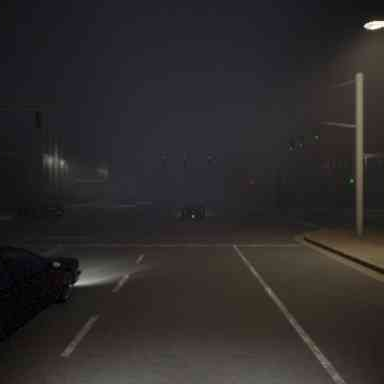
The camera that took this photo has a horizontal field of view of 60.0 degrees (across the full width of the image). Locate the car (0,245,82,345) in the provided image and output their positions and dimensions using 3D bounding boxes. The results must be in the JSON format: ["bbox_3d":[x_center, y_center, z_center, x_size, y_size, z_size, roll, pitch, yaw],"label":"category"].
[{"bbox_3d":[-3.438,1.547,5.122,2.033,1.411,5.357,0,0,0],"label":"car"}]

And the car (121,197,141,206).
[{"bbox_3d":[-10.530,1.543,56.254,2.033,1.411,5.357,0,0,1],"label":"car"}]

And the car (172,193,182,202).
[{"bbox_3d":[-3.483,1.209,76.461,2.150,2.045,5.566,0,0,0],"label":"car"}]

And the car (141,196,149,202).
[{"bbox_3d":[-10.484,1.547,71.722,1.994,1.385,4.181,0,0,0],"label":"car"}]

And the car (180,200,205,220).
[{"bbox_3d":[0.099,1.599,28.286,1.895,1.301,4.718,0,0,0],"label":"car"}]

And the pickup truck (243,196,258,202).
[{"bbox_3d":[13.138,1.052,72.567,2.390,2.098,6.274,0,0,31],"label":"pickup truck"}]

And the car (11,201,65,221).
[{"bbox_3d":[-12.792,1.476,27.534,5.008,1.535,1.882,0,-1,27],"label":"car"}]

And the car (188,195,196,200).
[{"bbox_3d":[0.017,1.525,76.831,2.033,1.411,5.357,0,0,0],"label":"car"}]

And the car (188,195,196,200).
[{"bbox_3d":[0.020,1.412,87.152,1.895,1.301,4.718,0,0,0],"label":"car"}]
